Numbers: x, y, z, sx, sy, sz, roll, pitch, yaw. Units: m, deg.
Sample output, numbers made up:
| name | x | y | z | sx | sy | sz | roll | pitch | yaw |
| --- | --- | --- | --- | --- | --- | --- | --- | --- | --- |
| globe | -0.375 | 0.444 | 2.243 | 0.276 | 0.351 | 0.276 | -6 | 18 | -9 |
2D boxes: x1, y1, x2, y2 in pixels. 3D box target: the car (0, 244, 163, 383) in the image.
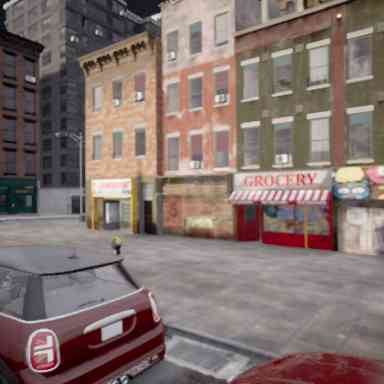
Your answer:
| name | x | y | z | sx | sy | sz | roll | pitch | yaw |
| --- | --- | --- | --- | --- | --- | --- | --- | --- | --- |
| car | -2.397 | 1.441 | 4.530 | 4.097 | 1.590 | 1.967 | 0 | 0 | 36 |

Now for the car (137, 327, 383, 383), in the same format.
| name | x | y | z | sx | sy | sz | roll | pitch | yaw |
| --- | --- | --- | --- | --- | --- | --- | --- | --- | --- |
| car | 2.083 | 1.545 | 1.332 | 4.507 | 1.381 | 1.887 | 0 | 0 | 36 |
